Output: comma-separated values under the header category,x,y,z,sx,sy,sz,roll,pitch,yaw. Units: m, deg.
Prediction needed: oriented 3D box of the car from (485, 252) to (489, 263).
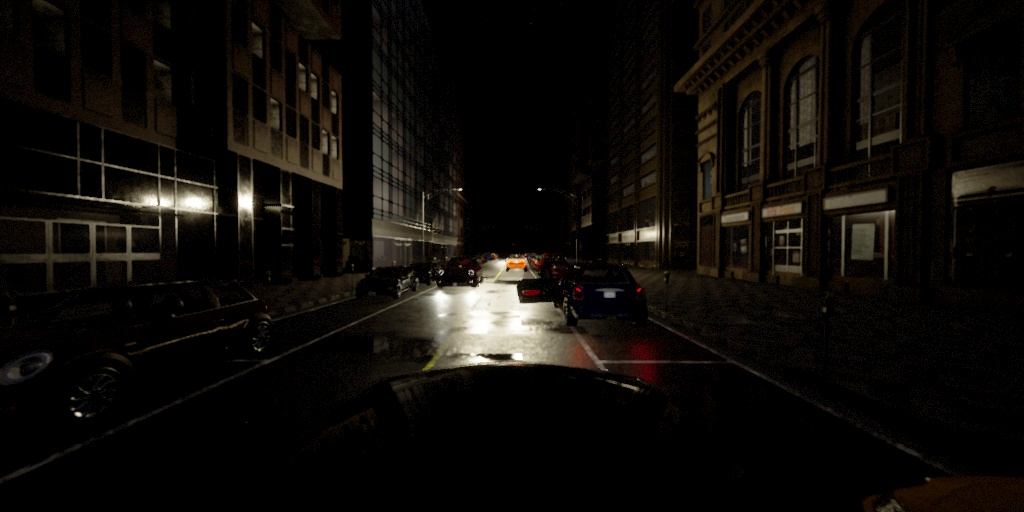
category,x,y,z,sx,sy,sz,roll,pitch,yaw
car,-5.122,0.451,55.796,1.967,1.591,4.097,0,0,1

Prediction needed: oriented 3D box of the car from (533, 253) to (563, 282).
category,x,y,z,sx,sy,sz,roll,pitch,yaw
car,3.069,0.708,27.701,2.192,1.841,5.009,0,0,1

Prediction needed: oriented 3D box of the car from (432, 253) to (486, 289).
category,x,y,z,sx,sy,sz,roll,pitch,yaw
car,-2.878,0.840,20.496,2.097,1.767,4.553,0,1,1

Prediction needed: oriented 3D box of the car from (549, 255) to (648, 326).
category,x,y,z,sx,sy,sz,roll,pitch,yaw
car,2.499,0.971,11.197,2.097,1.767,4.553,0,1,1

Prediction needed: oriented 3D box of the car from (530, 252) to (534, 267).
category,x,y,z,sx,sy,sz,roll,pitch,yaw
car,3.202,0.682,38.902,1.967,1.591,4.097,0,0,1

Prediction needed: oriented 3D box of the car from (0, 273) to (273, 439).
category,x,y,z,sx,sy,sz,roll,pitch,yaw
car,-5.723,1.136,5.386,1.967,1.591,4.097,0,0,1

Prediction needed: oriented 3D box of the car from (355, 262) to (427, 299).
category,x,y,z,sx,sy,sz,roll,pitch,yaw
car,-5.589,1.107,16.588,1.948,1.339,4.313,0,0,1

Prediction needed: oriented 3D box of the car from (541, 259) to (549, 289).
category,x,y,z,sx,sy,sz,roll,pitch,yaw
car,3.002,1.051,22.100,1.802,1.307,4.207,0,0,1

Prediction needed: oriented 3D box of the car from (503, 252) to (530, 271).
category,x,y,z,sx,sy,sz,roll,pitch,yaw
car,0.480,0.617,37.044,2.097,1.767,4.553,0,1,1

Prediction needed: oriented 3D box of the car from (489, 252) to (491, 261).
category,x,y,z,sx,sy,sz,roll,pitch,yaw
car,-5.056,0.481,61.397,1.888,1.381,4.507,0,0,1

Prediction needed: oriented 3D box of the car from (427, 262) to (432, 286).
category,x,y,z,sx,sy,sz,roll,pitch,yaw
car,-5.523,1.030,22.189,1.948,1.339,4.313,0,0,1
